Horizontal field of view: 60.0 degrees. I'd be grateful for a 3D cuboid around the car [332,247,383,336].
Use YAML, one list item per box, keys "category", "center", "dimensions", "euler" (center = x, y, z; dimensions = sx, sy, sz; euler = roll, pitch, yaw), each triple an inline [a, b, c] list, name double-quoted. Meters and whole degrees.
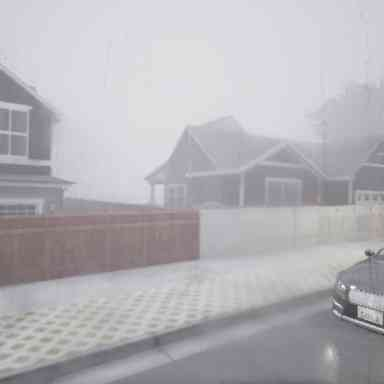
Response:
- category: "car"
  center: [4.613, 1.532, 6.169]
  dimensions: [4.902, 1.511, 2.128]
  euler: [0, 0, -34]
